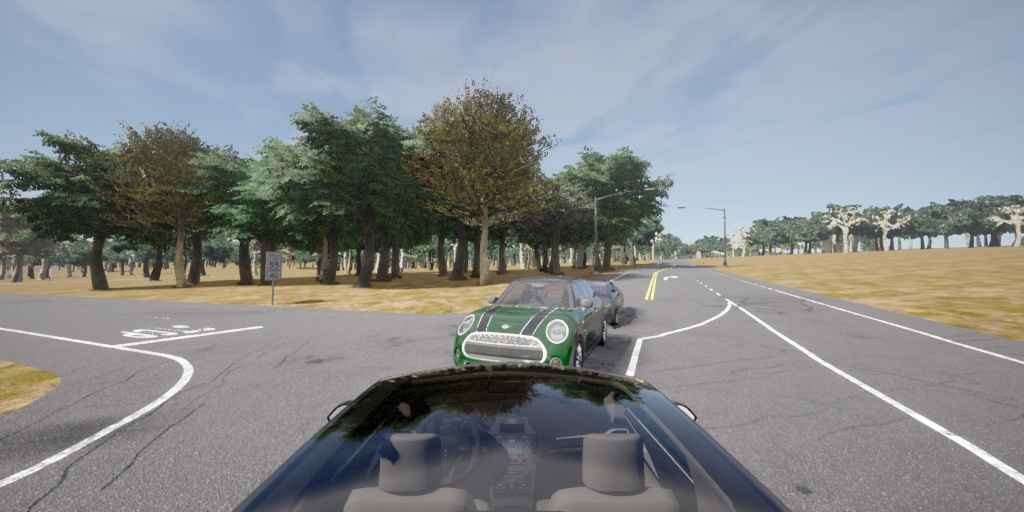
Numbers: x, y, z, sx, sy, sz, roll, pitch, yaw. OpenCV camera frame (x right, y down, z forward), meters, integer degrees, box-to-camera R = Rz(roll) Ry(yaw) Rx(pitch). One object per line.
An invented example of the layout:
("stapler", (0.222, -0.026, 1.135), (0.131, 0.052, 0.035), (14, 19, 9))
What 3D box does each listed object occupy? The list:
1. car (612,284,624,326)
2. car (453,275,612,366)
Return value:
("car", (2.884, 1.555, 12.941), (1.994, 1.385, 4.181), (-2, 0, 22))
("car", (0.668, 1.223, 7.505), (2.097, 1.767, 4.553), (-1, -2, 22))
